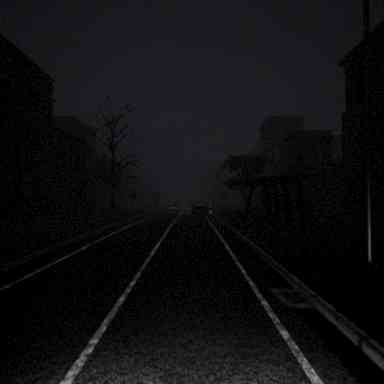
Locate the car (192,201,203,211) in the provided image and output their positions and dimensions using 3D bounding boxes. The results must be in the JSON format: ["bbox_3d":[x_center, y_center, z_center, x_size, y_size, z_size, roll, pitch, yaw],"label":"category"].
[{"bbox_3d":[0.874,2.276,55.626,1.882,1.535,5.008,0,-1,0],"label":"car"}]

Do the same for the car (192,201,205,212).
[{"bbox_3d":[0.877,2.165,49.627,1.882,1.535,5.008,0,-1,0],"label":"car"}]

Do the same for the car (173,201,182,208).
[{"bbox_3d":[-3.033,2.602,70.988,2.033,1.411,5.357,0,-1,0],"label":"car"}]

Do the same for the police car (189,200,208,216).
[{"bbox_3d":[0.881,1.928,39.740,1.930,1.638,5.238,0,-1,0],"label":"police car"}]
